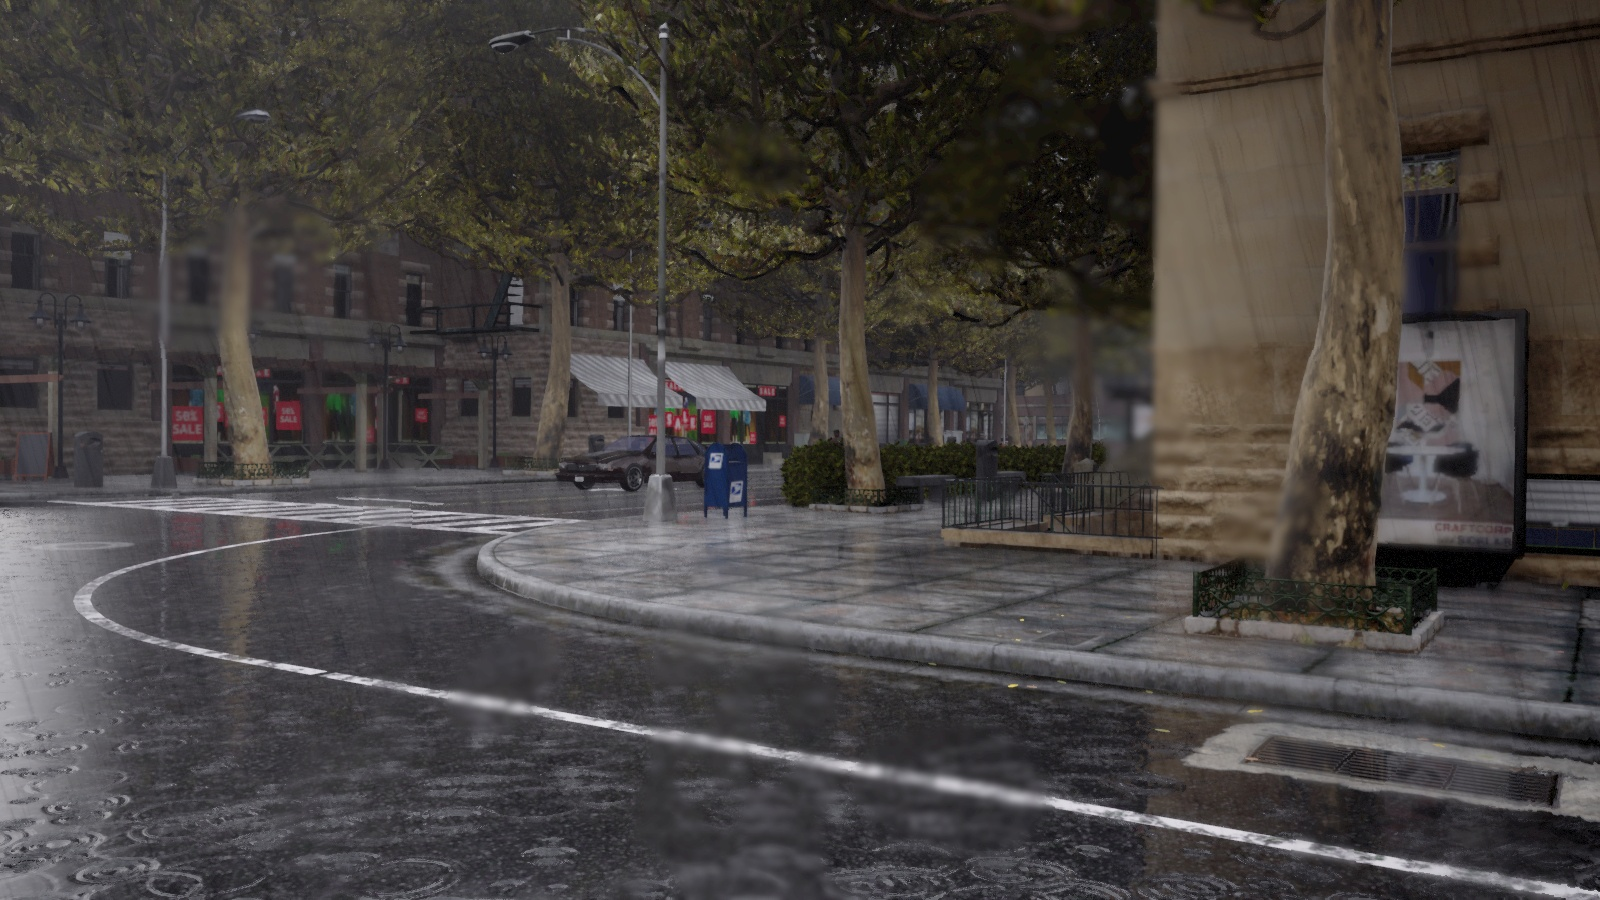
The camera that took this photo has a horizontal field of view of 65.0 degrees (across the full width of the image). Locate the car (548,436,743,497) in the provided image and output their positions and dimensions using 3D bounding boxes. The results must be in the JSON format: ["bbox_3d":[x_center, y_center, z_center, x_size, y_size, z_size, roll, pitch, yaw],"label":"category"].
[{"bbox_3d":[-3.879,0.368,32.640,2.033,1.411,5.357,0,1,33],"label":"car"}]
